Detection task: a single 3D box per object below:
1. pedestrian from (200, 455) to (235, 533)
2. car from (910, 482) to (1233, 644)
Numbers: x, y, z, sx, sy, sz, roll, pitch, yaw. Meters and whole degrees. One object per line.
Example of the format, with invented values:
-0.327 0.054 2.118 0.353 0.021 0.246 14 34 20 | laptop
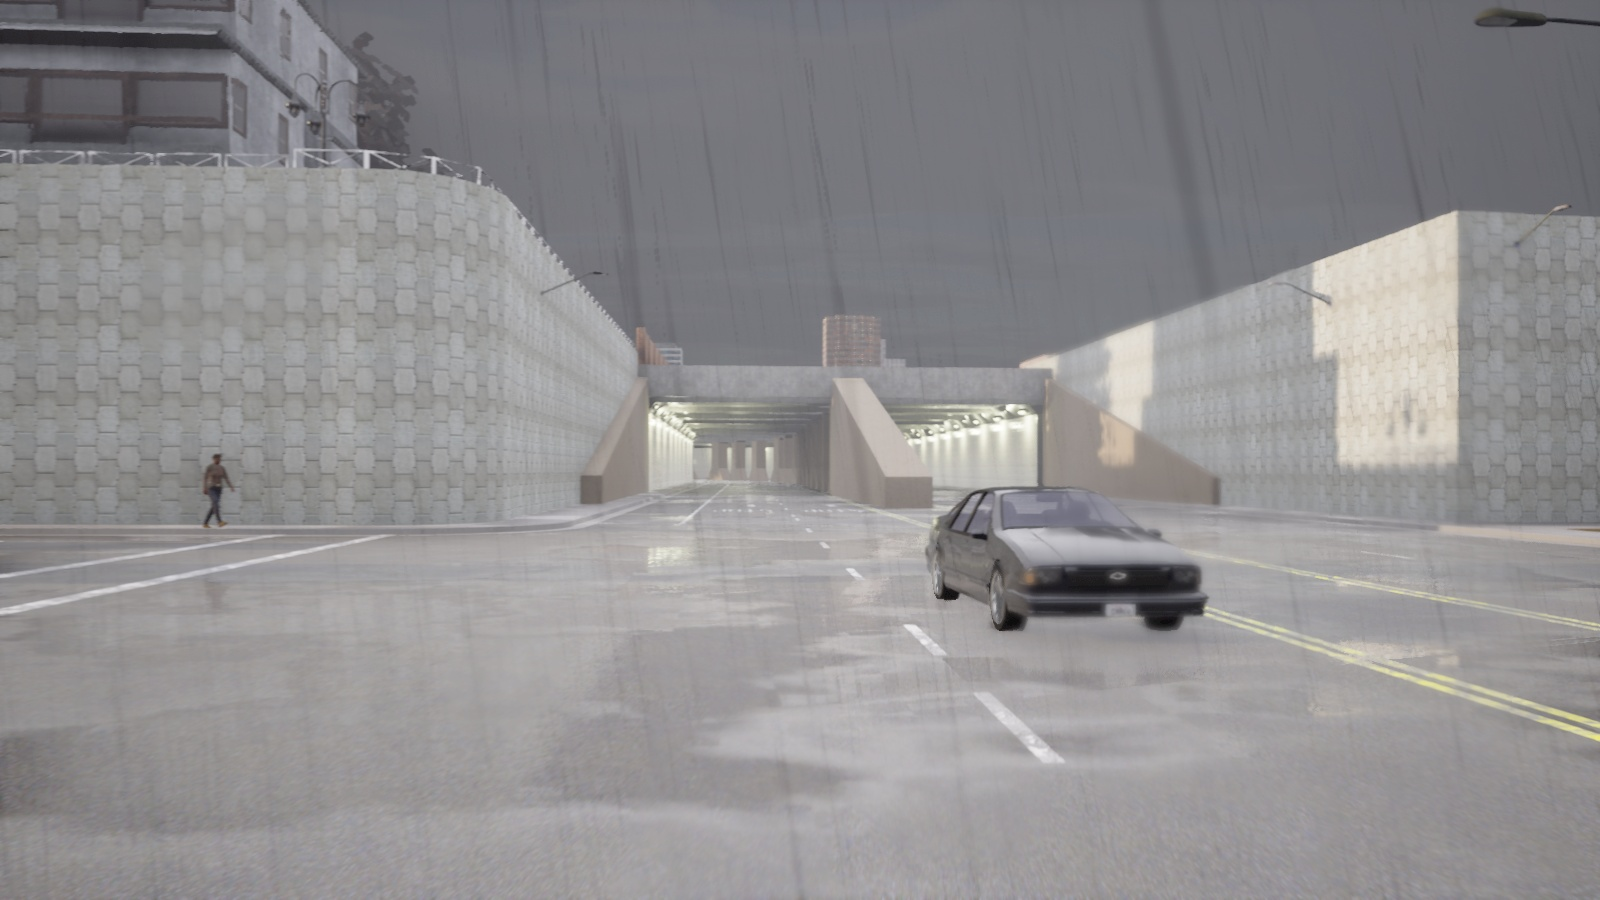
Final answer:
-13.728 1.037 29.597 0.869 1.805 0.328 -1 -1 33 | pedestrian
2.705 1.085 14.047 2.033 1.411 5.357 0 -1 -5 | car
